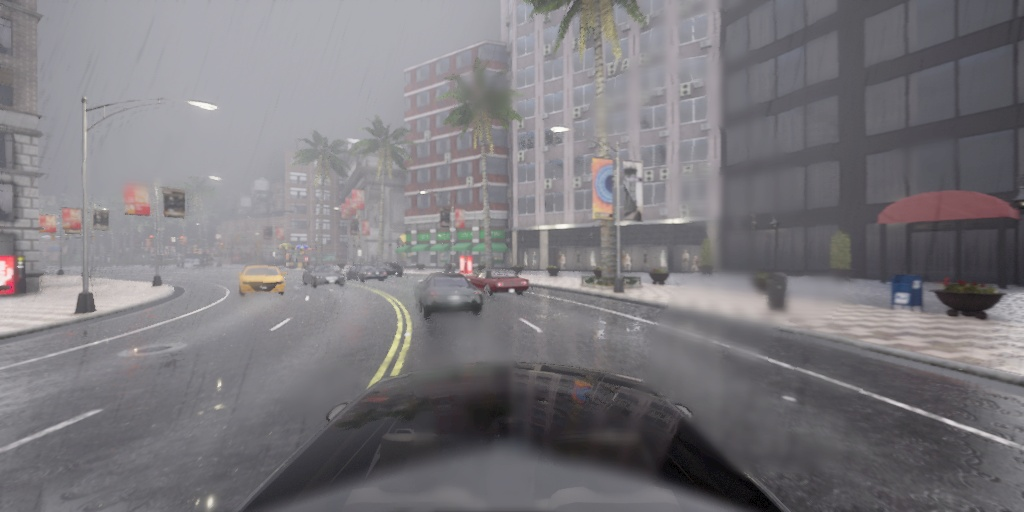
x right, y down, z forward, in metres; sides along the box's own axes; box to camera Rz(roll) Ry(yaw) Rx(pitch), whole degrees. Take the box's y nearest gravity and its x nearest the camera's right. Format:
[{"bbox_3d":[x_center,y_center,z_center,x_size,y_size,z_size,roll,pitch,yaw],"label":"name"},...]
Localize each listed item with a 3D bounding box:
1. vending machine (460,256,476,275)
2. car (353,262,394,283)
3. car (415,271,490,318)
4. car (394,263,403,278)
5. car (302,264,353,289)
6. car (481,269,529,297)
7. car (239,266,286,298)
[{"bbox_3d":[-4.737,0.954,37.301,1.100,2.100,0.880,0,0,-44],"label":"vending machine"},{"bbox_3d":[-11.908,1.359,28.996,2.033,1.411,5.357,0,0,-43],"label":"car"},{"bbox_3d":[-2.408,1.323,13.185,1.994,1.385,4.181,0,0,-18],"label":"car"},{"bbox_3d":[-12.152,1.315,34.006,4.892,1.490,1.837,0,0,44],"label":"car"},{"bbox_3d":[-12.742,1.312,24.182,2.128,1.511,4.902,0,0,-40],"label":"car"},{"bbox_3d":[-0.952,1.346,18.928,1.895,1.301,4.718,0,0,-25],"label":"car"},{"bbox_3d":[-13.718,1.307,19.734,1.882,1.535,5.008,0,0,-36],"label":"car"}]
